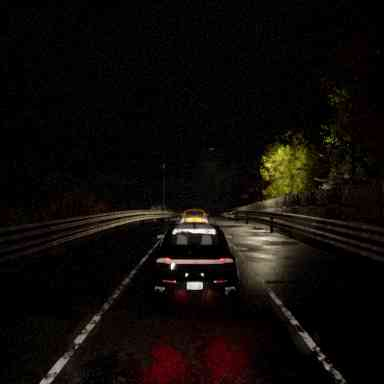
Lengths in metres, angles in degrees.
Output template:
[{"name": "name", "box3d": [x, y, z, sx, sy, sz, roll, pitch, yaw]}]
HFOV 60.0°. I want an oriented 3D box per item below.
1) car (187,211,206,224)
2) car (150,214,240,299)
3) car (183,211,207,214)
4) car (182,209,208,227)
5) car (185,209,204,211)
[{"name": "car", "box3d": [0.564, 2.745, 36.060, 1.895, 1.301, 4.718, 0, -4, 2]}, {"name": "car", "box3d": [0.068, 1.549, 8.565, 2.128, 1.511, 4.902, 0, -1, 0]}, {"name": "car", "box3d": [0.118, 1.835, 16.749, 1.895, 1.301, 4.718, 0, -2, 0]}, {"name": "car", "box3d": [0.299, 2.269, 29.869, 2.128, 1.511, 4.902, 0, -3, 1]}, {"name": "car", "box3d": [0.184, 1.945, 23.346, 1.882, 1.535, 5.008, 0, -2, 1]}]
